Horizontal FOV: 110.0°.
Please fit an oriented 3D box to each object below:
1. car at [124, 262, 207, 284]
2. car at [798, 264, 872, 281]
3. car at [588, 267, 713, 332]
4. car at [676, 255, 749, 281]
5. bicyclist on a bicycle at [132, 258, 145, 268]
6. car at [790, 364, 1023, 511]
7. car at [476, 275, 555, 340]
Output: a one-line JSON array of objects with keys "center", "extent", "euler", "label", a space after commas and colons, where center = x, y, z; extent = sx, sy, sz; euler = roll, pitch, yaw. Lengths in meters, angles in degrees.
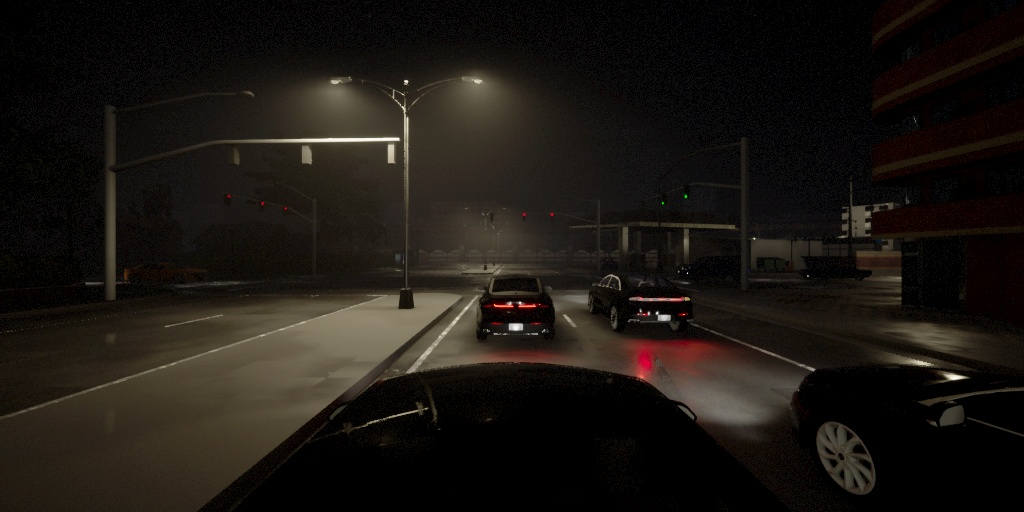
[{"center": [-25.319, 1.228, 26.335], "extent": [5.008, 1.535, 1.882], "euler": [0, 0, 0], "label": "car"}, {"center": [26.941, 1.351, 30.009], "extent": [4.718, 1.301, 1.895], "euler": [0, 0, -1], "label": "car"}, {"center": [3.602, 1.242, 10.865], "extent": [2.128, 1.511, 4.902], "euler": [0, 0, 0], "label": "car"}, {"center": [16.633, 0.972, 29.861], "extent": [5.566, 2.045, 2.150], "euler": [0, 0, -1], "label": "car"}, {"center": [-38.228, 1.053, 36.739], "extent": [0.582, 1.620, 1.656], "euler": [0, 0, 0], "label": "bicyclist on a bicycle"}, {"center": [3.600, 1.255, 1.457], "extent": [1.837, 1.490, 4.892], "euler": [0, 0, 0], "label": "car"}, {"center": [0.096, 1.255, 10.010], "extent": [1.837, 1.490, 4.892], "euler": [0, 0, 0], "label": "car"}]
